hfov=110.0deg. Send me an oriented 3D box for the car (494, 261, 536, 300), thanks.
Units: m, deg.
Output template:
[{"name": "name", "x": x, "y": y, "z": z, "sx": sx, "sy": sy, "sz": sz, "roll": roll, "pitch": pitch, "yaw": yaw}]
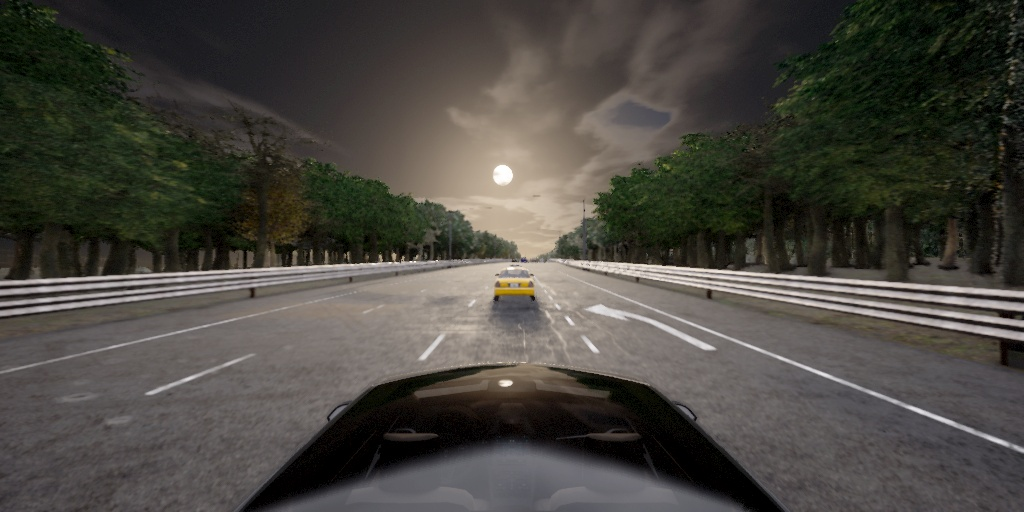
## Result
[{"name": "car", "x": 0.136, "y": 1.189, "z": 17.503, "sx": 1.801, "sy": 1.575, "sz": 5.366, "roll": 0, "pitch": 0, "yaw": 1}]
